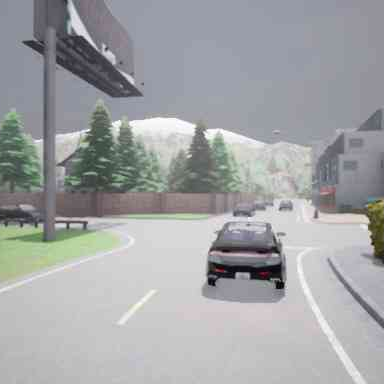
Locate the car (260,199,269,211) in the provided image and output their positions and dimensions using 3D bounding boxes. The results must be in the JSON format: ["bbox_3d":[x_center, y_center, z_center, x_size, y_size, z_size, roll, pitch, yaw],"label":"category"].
[{"bbox_3d":[9.593,1.911,47.676,1.812,1.442,4.674,0,0,18],"label":"car"}]

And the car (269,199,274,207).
[{"bbox_3d":[14.189,2.066,61.964,1.994,1.385,4.181,0,-1,18],"label":"car"}]

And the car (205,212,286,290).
[{"bbox_3d":[1.589,1.569,9.396,2.128,1.511,4.902,0,0,12],"label":"car"}]

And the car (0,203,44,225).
[{"bbox_3d":[-12.213,1.522,23.699,4.674,1.442,1.812,0,0,17],"label":"car"}]

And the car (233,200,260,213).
[{"bbox_3d":[5.599,1.830,35.148,2.033,1.411,5.357,0,0,18],"label":"car"}]

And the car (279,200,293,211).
[{"bbox_3d":[13.804,1.945,48.738,2.033,1.411,5.357,0,0,18],"label":"car"}]
